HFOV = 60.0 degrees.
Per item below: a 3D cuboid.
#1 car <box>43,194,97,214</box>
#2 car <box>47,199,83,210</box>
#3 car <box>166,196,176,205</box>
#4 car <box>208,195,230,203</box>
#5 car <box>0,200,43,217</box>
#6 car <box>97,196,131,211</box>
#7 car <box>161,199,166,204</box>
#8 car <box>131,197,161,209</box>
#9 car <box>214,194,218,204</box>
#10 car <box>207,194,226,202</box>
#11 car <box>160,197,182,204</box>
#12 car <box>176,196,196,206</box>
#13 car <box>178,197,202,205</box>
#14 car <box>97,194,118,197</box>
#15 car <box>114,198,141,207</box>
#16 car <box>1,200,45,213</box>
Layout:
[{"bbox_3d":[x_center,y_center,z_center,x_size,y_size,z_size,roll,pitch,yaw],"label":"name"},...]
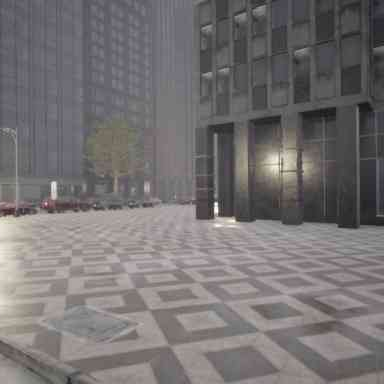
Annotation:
[{"bbox_3d":[-12.929,1.291,34.554,2.192,1.841,5.009,-1,0,35],"label":"car"},{"bbox_3d":[-16.732,1.643,44.042,1.802,1.307,4.206,-1,0,35],"label":"car"},{"bbox_3d":[-2.471,1.507,59.655,2.128,1.511,4.902,-1,0,35],"label":"car"},{"bbox_3d":[5.373,1.418,65.560,2.128,1.511,4.902,-1,0,35],"label":"car"},{"bbox_3d":[-16.133,1.577,29.914,1.802,1.307,4.206,-1,0,35],"label":"car"},{"bbox_3d":[-9.722,1.526,39.192,1.947,1.339,4.313,-1,0,35],"label":"car"},{"bbox_3d":[-7.211,1.546,57.819,1.752,1.417,4.829,-1,0,35],"label":"car"},{"bbox_3d":[-6.516,1.510,43.830,1.947,1.339,4.313,-1,0,35],"label":"car"},{"bbox_3d":[3.100,1.223,57.748,2.192,1.841,5.009,-1,0,35],"label":"car"},{"bbox_3d":[5.710,1.298,76.518,2.192,1.841,5.009,-1,0,35],"label":"car"},{"bbox_3d":[-3.907,1.576,62.599,1.947,1.339,4.313,-1,0,35],"label":"car"},{"bbox_3d":[-0.105,1.464,53.108,1.887,1.381,4.507,-1,0,35],"label":"car"},{"bbox_3d":[-0.298,1.507,57.339,1.994,1.385,4.181,-1,0,34],"label":"car"},{"bbox_3d":[-12.377,1.240,45.499,2.150,2.045,5.566,-1,0,35],"label":"car"},{"bbox_3d":[-10.319,1.614,53.320,1.802,1.307,4.206,-1,0,35],"label":"car"},{"bbox_3d":[-19.938,1.644,39.403,1.947,1.339,4.313,-1,0,35],"label":"car"}]
